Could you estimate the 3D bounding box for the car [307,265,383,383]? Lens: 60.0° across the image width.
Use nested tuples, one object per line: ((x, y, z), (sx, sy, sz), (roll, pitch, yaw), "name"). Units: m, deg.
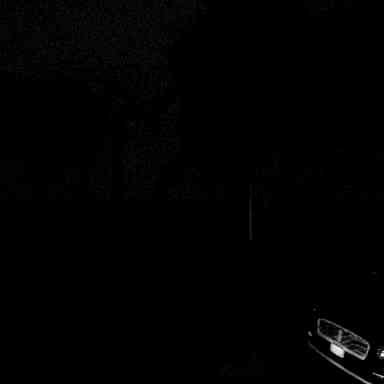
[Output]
((3.898, 1.509, 4.492), (4.892, 1.490, 1.837), (0, 0, -19), "car")
